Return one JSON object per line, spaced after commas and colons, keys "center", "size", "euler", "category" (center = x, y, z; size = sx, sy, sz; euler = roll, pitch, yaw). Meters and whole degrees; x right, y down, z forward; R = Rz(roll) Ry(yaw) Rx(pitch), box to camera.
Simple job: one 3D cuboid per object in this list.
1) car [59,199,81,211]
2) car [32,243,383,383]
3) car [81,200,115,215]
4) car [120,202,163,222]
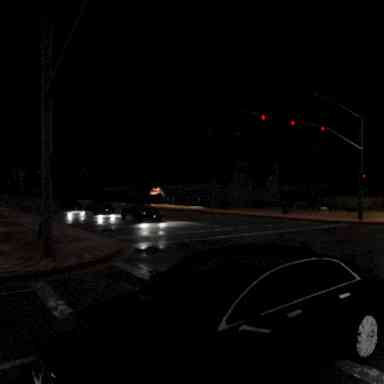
{"center": [-15.144, 1.578, 41.667], "size": [1.895, 1.301, 4.718], "euler": [0, 0, -35], "category": "car"}
{"center": [0.642, 1.507, 4.288], "size": [4.892, 1.490, 1.837], "euler": [0, 0, -35], "category": "car"}
{"center": [-9.309, 1.541, 33.456], "size": [1.994, 1.385, 4.181], "euler": [0, 0, -35], "category": "car"}
{"center": [-4.081, 1.502, 26.137], "size": [1.812, 1.442, 4.674], "euler": [0, 0, -36], "category": "car"}
